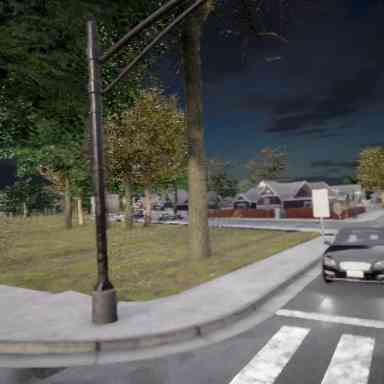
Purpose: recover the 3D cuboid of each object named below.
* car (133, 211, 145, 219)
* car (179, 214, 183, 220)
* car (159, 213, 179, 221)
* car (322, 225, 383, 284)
[{"bbox_3d":[-14.055,5.861,86.199,2.150,2.045,5.566,-2,-2,-28],"label":"car"},{"bbox_3d":[-3.593,4.924,66.276,1.895,1.301,4.718,-2,-2,-27],"label":"car"},{"bbox_3d":[-4.827,4.768,62.508,1.812,1.442,4.674,-2,-3,-27],"label":"car"},{"bbox_3d":[5.425,1.850,10.489,2.128,1.511,4.902,-5,-4,33],"label":"car"}]
